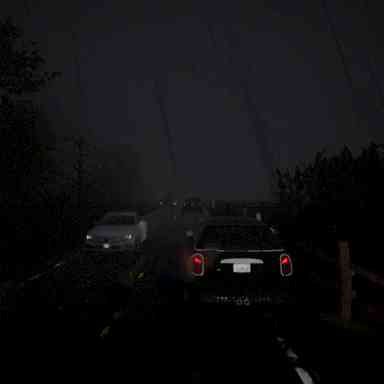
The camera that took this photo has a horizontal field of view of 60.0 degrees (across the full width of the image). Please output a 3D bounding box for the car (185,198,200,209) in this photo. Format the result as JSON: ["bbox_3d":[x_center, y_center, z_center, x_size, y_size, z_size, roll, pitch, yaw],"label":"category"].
[{"bbox_3d":[0.046,1.565,45.351,1.895,1.301,4.718,0,0,0],"label":"car"}]

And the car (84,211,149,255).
[{"bbox_3d":[-2.855,1.523,13.428,1.812,1.442,4.674,0,0,0],"label":"car"}]

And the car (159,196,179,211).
[{"bbox_3d":[-2.761,1.324,40.674,2.097,1.767,4.553,0,0,0],"label":"car"}]

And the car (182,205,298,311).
[{"bbox_3d":[0.898,1.350,7.940,2.097,1.767,4.553,0,0,1],"label":"car"}]

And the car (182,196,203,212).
[{"bbox_3d":[0.063,1.331,35.387,2.097,1.767,4.553,0,0,0],"label":"car"}]
